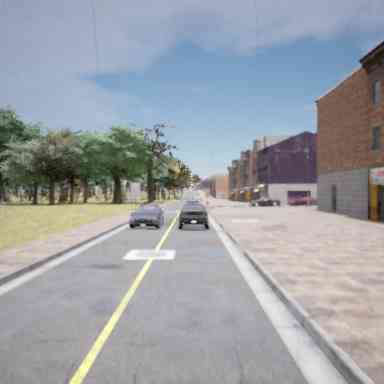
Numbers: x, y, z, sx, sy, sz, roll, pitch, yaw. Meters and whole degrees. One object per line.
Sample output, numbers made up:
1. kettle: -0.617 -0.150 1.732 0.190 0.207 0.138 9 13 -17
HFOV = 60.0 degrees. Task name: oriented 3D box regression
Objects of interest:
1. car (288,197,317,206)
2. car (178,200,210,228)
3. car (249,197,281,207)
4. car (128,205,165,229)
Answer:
1. car: 15.978 1.322 47.734 4.206 1.307 1.802 -1 1 0
2. car: 0.106 1.508 22.054 1.837 1.490 4.892 0 0 0
3. car: 10.446 1.411 47.737 4.403 1.369 2.008 -1 1 0
4. car: -2.831 1.551 21.898 2.033 1.411 5.357 0 0 0
